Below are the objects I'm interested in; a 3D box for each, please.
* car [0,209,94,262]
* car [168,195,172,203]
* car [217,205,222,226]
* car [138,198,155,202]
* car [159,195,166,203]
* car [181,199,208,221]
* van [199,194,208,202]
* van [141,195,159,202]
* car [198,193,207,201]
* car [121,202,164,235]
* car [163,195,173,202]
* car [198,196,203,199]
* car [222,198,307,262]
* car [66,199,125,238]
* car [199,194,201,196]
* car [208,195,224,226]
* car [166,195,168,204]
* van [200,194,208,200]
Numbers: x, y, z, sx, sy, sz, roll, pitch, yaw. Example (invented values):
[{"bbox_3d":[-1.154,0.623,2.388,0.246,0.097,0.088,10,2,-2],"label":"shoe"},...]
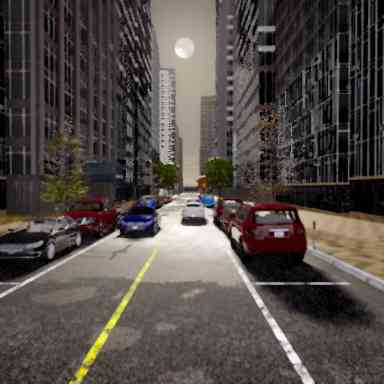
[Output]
[{"bbox_3d":[-5.322,1.545,11.990,2.008,1.369,4.403,-1,0,0],"label":"car"},{"bbox_3d":[-5.309,1.569,62.827,1.802,1.307,4.206,-1,0,0],"label":"car"},{"bbox_3d":[2.527,1.574,17.666,1.802,1.307,4.206,-1,0,0],"label":"car"},{"bbox_3d":[-5.316,1.571,34.584,1.802,1.307,4.206,-1,0,0],"label":"car"},{"bbox_3d":[-5.317,1.302,45.881,2.192,1.841,5.009,-1,0,0],"label":"car"},{"bbox_3d":[0.102,1.516,26.906,1.812,1.442,4.674,0,0,0],"label":"car"},{"bbox_3d":[2.571,1.330,74.153,1.690,1.788,3.998,-1,0,0],"label":"van"},{"bbox_3d":[-5.318,1.329,40.232,1.690,1.788,3.998,-1,0,0],"label":"van"},{"bbox_3d":[2.573,1.306,85.450,2.192,1.841,5.009,-1,0,0],"label":"car"},{"bbox_3d":[-2.804,1.517,18.840,1.812,1.442,4.674,0,0,0],"label":"car"},{"bbox_3d":[-5.308,1.429,74.124,1.967,1.590,4.097,-1,0,0],"label":"car"},{"bbox_3d":[0.112,1.551,43.087,1.994,1.385,4.181,0,0,0],"label":"car"},{"bbox_3d":[2.521,1.309,12.017,2.192,1.841,5.009,-1,0,0],"label":"car"},{"bbox_3d":[-5.324,1.307,17.639,2.192,1.841,5.009,-1,0,0],"label":"car"},{"bbox_3d":[2.571,1.538,62.856,2.008,1.369,4.403,-1,0,0],"label":"car"},{"bbox_3d":[2.525,1.306,23.315,2.192,1.841,5.009,-1,0,0],"label":"car"},{"bbox_3d":[-5.312,1.532,51.530,1.887,1.381,4.507,-1,0,0],"label":"car"},{"bbox_3d":[2.565,1.328,51.558,1.690,1.788,3.998,-1,0,0],"label":"van"}]
